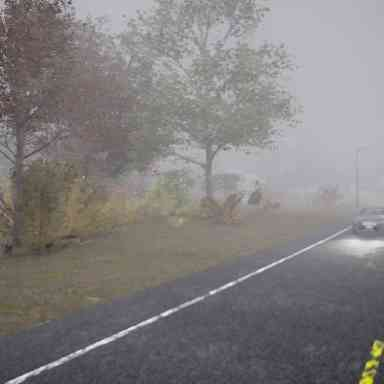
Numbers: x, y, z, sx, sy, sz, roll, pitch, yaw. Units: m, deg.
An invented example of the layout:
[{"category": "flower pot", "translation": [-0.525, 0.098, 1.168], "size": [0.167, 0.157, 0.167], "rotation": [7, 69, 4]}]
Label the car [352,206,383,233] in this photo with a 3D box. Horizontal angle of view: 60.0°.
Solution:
[{"category": "car", "translation": [10.917, 1.639, 19.985], "size": [2.128, 1.511, 4.902], "rotation": [-1, -1, 34]}]
